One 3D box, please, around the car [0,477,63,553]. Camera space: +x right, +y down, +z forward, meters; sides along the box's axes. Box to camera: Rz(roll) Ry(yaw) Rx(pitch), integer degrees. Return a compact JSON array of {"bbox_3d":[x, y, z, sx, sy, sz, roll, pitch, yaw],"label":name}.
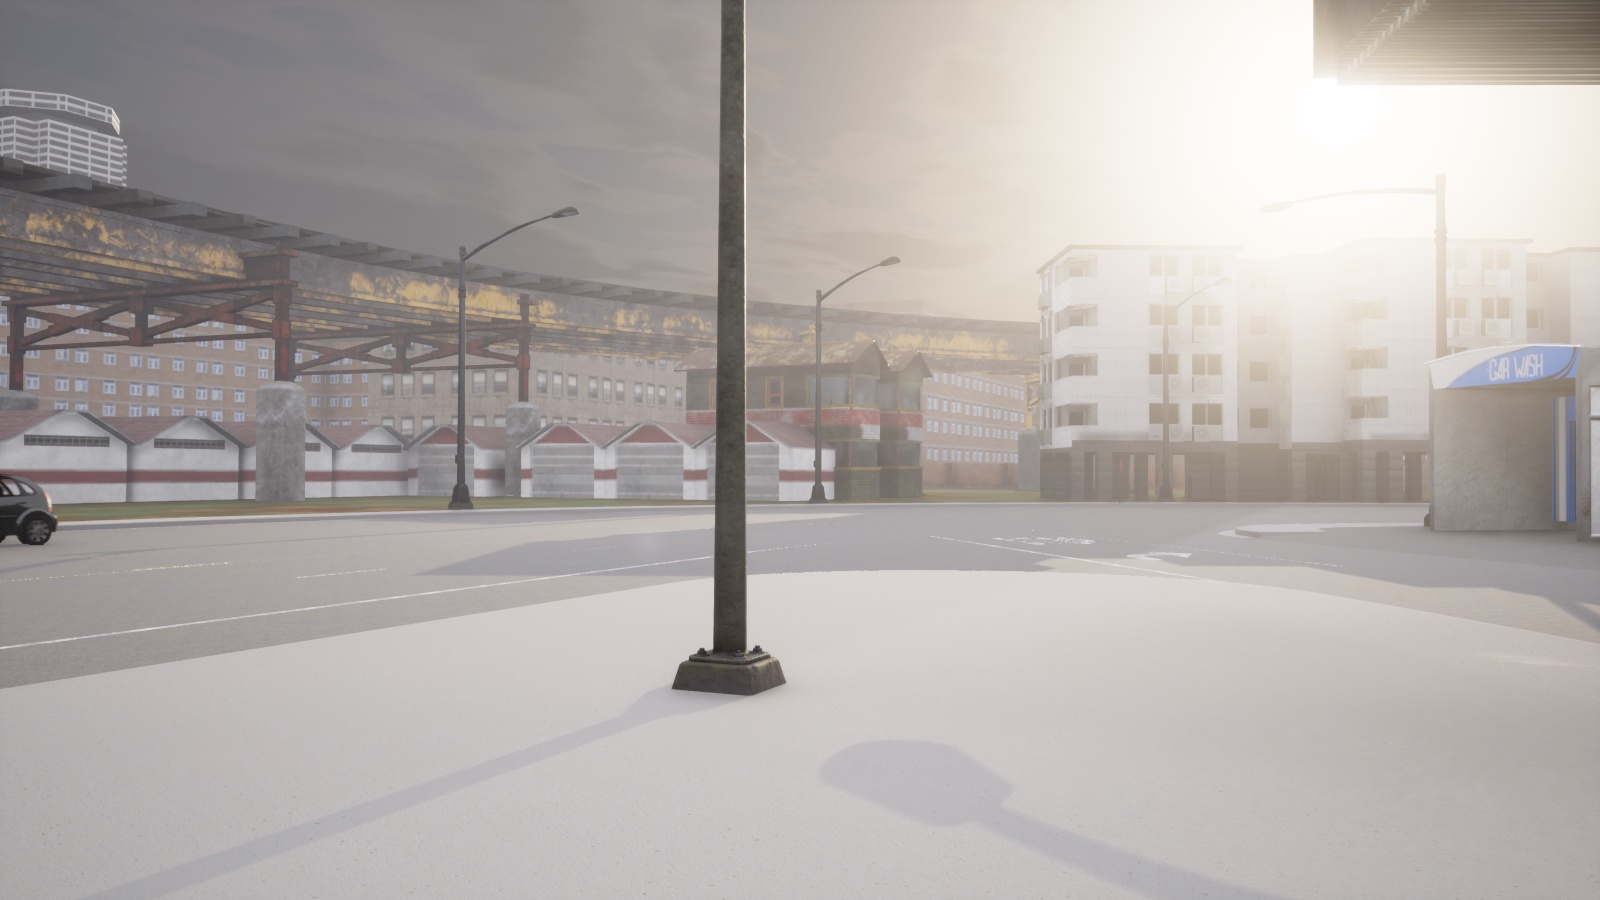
[{"bbox_3d":[-18.163,1.385,26.675,1.851,1.617,3.988,-1,-1,24],"label":"car"}]
